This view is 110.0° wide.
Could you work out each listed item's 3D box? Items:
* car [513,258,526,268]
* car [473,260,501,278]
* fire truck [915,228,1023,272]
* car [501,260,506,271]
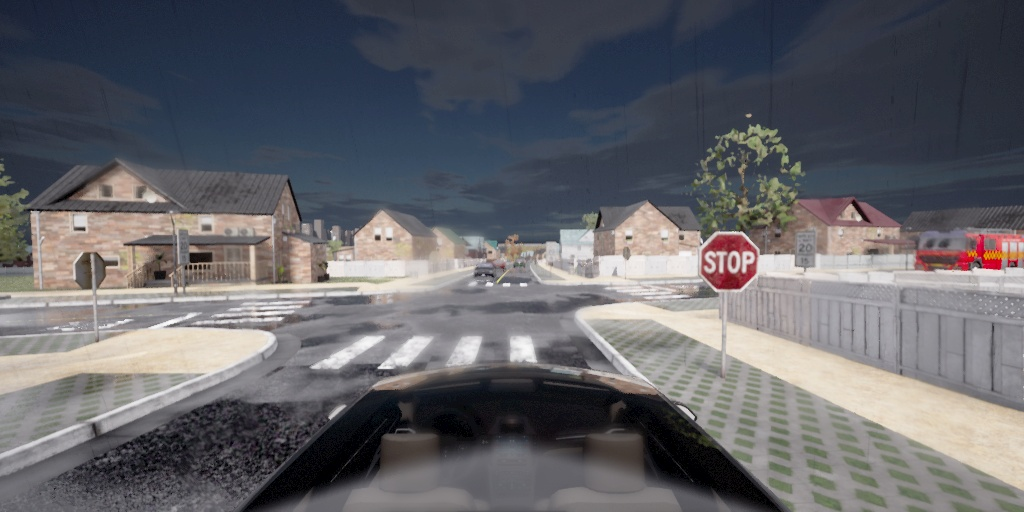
[{"bbox_3d":[1.332,1.241,63.215,2.097,1.767,4.553,0,0,3],"label":"car"},{"bbox_3d":[-2.446,1.305,33.852,2.033,1.411,5.357,0,0,1],"label":"car"},{"bbox_3d":[37.604,-0.292,29.454,8.468,3.827,2.891,0,2,-17],"label":"fire truck"},{"bbox_3d":[-1.919,1.298,51.783,1.882,1.535,5.008,0,0,2],"label":"car"}]
